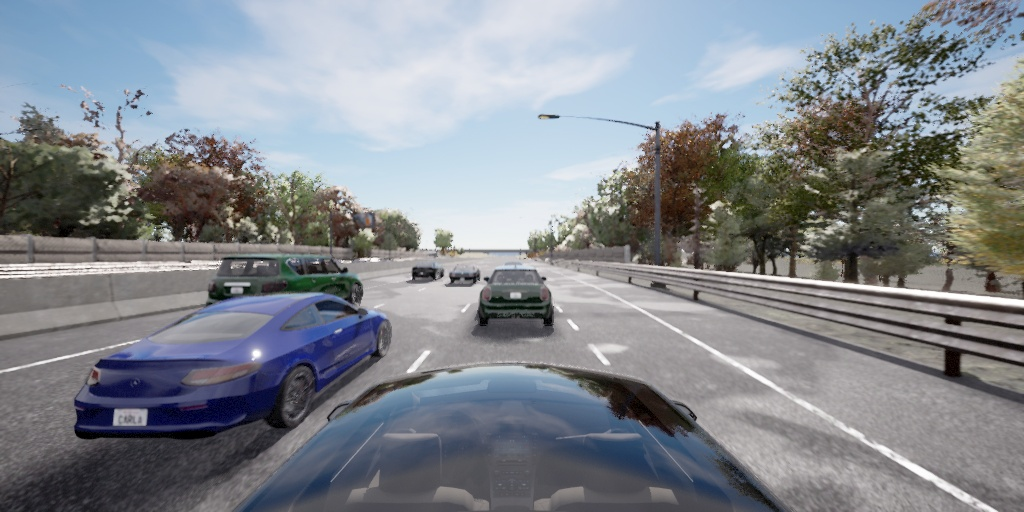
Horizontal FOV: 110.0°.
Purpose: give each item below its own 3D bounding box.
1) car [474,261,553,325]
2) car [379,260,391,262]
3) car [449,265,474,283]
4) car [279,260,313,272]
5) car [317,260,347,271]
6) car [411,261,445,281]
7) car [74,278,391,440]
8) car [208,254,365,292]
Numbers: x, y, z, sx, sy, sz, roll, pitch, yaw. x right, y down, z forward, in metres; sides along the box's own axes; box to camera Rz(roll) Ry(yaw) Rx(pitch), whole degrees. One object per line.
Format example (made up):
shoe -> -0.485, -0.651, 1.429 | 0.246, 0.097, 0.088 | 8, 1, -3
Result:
car -> 0.103, 1.081, 11.851 | 2.097, 1.767, 4.553 | 0, 0, 0
car -> -17.555, 1.223, 49.481 | 2.033, 1.411, 5.357 | 0, 0, 0
car -> -3.394, 1.304, 26.720 | 1.895, 1.301, 4.718 | 0, 0, 0
car -> -28.063, 1.241, 46.744 | 1.994, 1.385, 4.181 | 0, 0, 0
car -> -24.551, 1.240, 49.104 | 1.994, 1.385, 4.181 | 0, 0, 0
car -> -6.890, 1.176, 29.845 | 1.882, 1.535, 5.008 | 0, 0, 0
car -> -3.399, 1.267, 5.495 | 1.812, 1.442, 4.674 | 0, 0, 0
car -> -6.896, 0.950, 11.673 | 2.150, 2.045, 5.566 | 0, 0, 0
